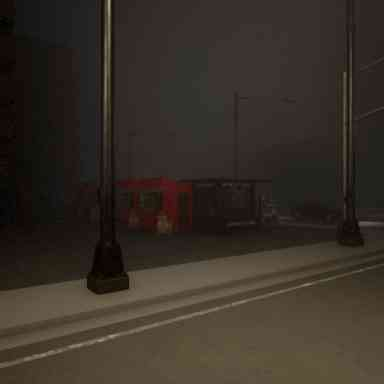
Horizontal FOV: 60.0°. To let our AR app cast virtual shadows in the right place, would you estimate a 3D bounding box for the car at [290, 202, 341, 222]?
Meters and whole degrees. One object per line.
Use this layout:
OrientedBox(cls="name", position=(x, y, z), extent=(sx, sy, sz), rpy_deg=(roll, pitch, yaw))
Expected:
OrientedBox(cls="car", position=(10.484, 1.612, 27.571), extent=(1.837, 1.490, 4.892), rpy_deg=(0, -1, -36))
